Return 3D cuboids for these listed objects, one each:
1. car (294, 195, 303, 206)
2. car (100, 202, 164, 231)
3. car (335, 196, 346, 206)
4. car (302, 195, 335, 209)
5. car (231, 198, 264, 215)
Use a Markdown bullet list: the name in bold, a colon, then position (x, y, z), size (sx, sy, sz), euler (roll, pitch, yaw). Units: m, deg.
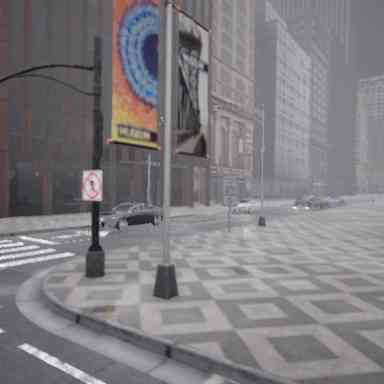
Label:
- **car**: position (16.221, 1.181, 47.728), size (2.097, 1.767, 4.553), euler (1, 1, 35)
- **car**: position (-3.613, 1.389, 19.876), size (2.128, 1.511, 4.902), euler (1, 1, 35)
- **car**: position (22.020, 1.338, 50.734), size (2.033, 1.411, 5.357), euler (1, 1, 35)
- **car**: position (16.141, 1.327, 42.332), size (2.128, 1.511, 4.902), euler (1, 1, 36)
- **car**: position (5.577, 1.362, 32.853), size (1.812, 1.442, 4.674), euler (1, 1, 35)
